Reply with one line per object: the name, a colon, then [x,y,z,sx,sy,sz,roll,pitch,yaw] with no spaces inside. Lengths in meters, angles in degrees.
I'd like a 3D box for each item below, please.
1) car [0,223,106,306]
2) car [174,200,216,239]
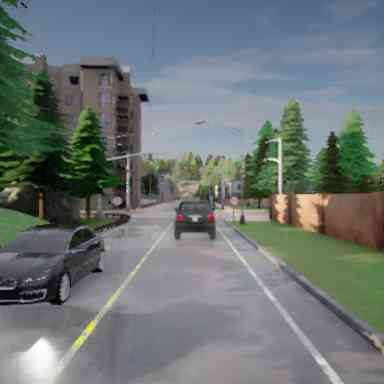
car: [-3.566,1.618,8.462,1.837,1.490,4.892,0,-1,0]
car: [0.159,1.469,18.910,2.150,2.045,5.566,0,-1,0]
